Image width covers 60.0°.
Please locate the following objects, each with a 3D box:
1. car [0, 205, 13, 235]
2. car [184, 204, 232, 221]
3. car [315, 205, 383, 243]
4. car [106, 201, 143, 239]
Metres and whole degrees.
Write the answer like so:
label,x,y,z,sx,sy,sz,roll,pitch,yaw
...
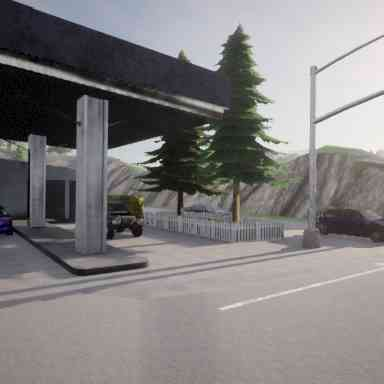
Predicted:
label,x,y,z,sx,sy,sz,roll,pitch,yaw
car,-11.442,1.524,18.627,2.242,1.667,4.611,1,0,-35
car,1.280,1.763,29.477,2.033,1.411,5.357,1,0,-35
car,9.183,1.661,18.204,2.097,1.767,4.553,1,0,-36
car,-4.313,1.448,18.354,1.905,1.878,3.866,1,0,-35
